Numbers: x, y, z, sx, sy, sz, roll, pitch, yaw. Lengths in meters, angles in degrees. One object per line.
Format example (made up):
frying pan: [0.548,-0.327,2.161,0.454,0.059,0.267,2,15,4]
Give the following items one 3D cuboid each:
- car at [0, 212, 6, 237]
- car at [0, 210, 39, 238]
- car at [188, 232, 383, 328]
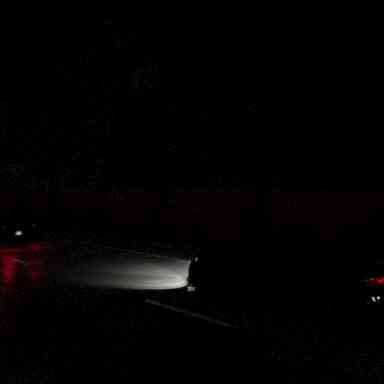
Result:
car: [-8.317,1.446,10.852,4.902,1.511,2.128,0,0,39]
car: [-9.474,1.550,16.303,4.718,1.301,1.895,0,0,39]
car: [1.957,1.578,7.124,4.181,1.385,1.994,0,0,37]
